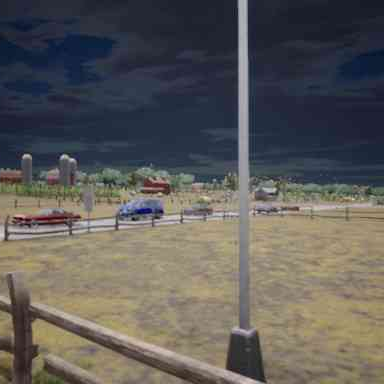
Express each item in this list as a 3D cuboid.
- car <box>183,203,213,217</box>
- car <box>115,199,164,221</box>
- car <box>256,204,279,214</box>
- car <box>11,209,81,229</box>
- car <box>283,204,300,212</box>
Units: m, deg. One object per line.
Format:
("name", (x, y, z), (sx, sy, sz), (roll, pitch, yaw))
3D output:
("car", (0.760, 2.177, 41.085), (1.837, 1.490, 4.892), (2, 0, 36))
("car", (-5.074, 1.725, 32.982), (2.150, 2.045, 5.566), (2, 0, 34))
("car", (11.636, 2.549, 51.169), (2.033, 1.411, 5.357), (2, 0, 36))
("car", (-10.873, 1.940, 24.983), (1.895, 1.301, 4.718), (2, 0, 36))
("car", (17.807, 2.797, 59.705), (1.895, 1.301, 4.718), (2, 0, 36))
